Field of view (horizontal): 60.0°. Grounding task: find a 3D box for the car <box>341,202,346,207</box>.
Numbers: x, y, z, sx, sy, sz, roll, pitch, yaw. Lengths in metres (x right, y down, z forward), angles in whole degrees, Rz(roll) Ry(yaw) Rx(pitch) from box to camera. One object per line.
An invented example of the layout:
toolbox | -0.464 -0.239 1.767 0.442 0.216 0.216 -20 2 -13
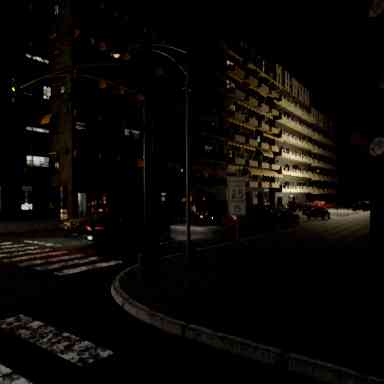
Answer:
car | 39.235 3.282 87.135 1.947 1.339 4.313 -1 -2 35

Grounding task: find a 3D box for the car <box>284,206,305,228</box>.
car | 7.228 2.043 26.669 1.887 1.381 4.507 -1 -2 35

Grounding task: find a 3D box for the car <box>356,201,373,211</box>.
car | 33.150 2.621 63.834 2.192 1.841 5.009 -1 -2 35

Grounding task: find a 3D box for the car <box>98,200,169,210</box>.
car | -3.566 1.541 21.237 2.150 2.045 5.566 0 -1 35

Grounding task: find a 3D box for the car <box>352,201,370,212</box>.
car | 29.909 2.522 59.188 2.192 1.841 5.009 -1 -2 35

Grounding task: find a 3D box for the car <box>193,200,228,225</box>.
car | 2.342 1.728 29.707 2.150 2.045 5.566 0 -1 34

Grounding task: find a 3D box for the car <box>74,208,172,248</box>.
car | -3.035 1.750 16.402 1.837 1.490 4.892 0 -1 35

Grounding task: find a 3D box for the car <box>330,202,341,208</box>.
car | 32.752 3.067 77.844 1.887 1.381 4.507 -1 -2 35

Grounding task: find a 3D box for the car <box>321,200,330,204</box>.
car | 26.270 2.640 68.559 2.192 1.841 5.009 -1 -2 35

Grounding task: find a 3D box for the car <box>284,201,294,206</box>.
car | 13.211 2.446 49.835 1.752 1.417 4.829 -1 -2 35

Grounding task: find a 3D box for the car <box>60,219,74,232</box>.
car | -6.231 1.834 21.965 1.752 1.417 4.829 -1 -2 35

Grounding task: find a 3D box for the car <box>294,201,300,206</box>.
car | 16.548 2.340 54.625 2.192 1.841 5.009 -1 -2 35

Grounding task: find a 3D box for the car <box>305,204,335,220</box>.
car | 13.709 2.284 35.957 1.802 1.307 4.206 -1 -2 35

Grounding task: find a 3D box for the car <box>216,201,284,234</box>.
car | 3.987 1.711 22.030 2.192 1.841 5.009 -1 -2 35

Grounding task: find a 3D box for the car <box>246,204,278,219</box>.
car | 8.068 2.191 37.889 1.837 1.490 4.892 0 -1 35

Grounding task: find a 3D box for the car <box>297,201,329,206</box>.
car | 16.011 2.337 43.705 2.128 1.511 4.902 0 -1 35
